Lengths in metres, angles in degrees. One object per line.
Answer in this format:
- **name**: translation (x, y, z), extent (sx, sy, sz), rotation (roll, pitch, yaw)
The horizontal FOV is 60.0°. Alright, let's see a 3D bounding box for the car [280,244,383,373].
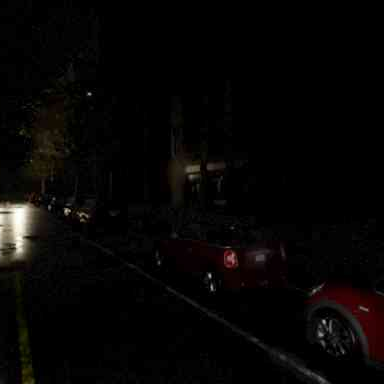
- **car**: translation (3.211, 1.406, 3.645), extent (1.967, 1.590, 4.097), rotation (0, 0, -29)

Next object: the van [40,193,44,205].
- **van**: translation (-15.983, 1.164, 38.140), extent (1.690, 1.788, 3.998), rotation (0, 0, -29)

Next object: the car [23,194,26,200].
- **car**: translation (-35.176, 1.323, 72.636), extent (1.947, 1.339, 4.313), rotation (0, 0, -29)

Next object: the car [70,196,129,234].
- **car**: translation (-5.016, 1.211, 18.427), extent (2.192, 1.841, 5.009), rotation (0, 0, -29)

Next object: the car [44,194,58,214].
- **car**: translation (-13.241, 1.281, 33.212), extent (1.967, 1.590, 4.097), rotation (0, 0, -29)

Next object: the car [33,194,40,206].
- **car**: translation (-21.467, 1.374, 47.997), extent (1.802, 1.307, 4.206), rotation (0, 0, -29)

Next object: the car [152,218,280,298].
- **car**: translation (0.469, 1.380, 8.572), extent (1.967, 1.590, 4.097), rotation (0, 0, -29)

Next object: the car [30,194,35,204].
- **car**: translation (-24.208, 1.349, 52.923), extent (1.947, 1.339, 4.313), rotation (0, 0, -29)

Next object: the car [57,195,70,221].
- **car**: translation (-7.757, 1.192, 23.355), extent (2.192, 1.841, 5.009), rotation (0, 0, -29)

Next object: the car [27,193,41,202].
- **car**: translation (-26.952, 1.092, 57.851), extent (2.192, 1.841, 5.009), rotation (0, 0, -29)
